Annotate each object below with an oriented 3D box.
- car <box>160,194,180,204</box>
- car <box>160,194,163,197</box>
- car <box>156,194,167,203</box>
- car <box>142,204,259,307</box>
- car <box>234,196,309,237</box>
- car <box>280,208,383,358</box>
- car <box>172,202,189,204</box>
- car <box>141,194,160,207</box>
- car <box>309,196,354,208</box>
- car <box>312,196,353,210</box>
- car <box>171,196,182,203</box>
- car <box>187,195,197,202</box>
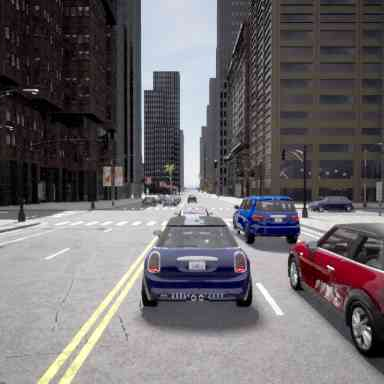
[{"bbox_3d":[-3.344,1.490,51.323,1.812,1.442,4.674,0,0,2],"label":"car"},{"bbox_3d":[-6.586,1.524,61.309,1.994,1.385,4.181,0,0,0],"label":"car"},{"bbox_3d":[-6.515,1.311,71.280,2.097,1.767,4.553,0,0,0],"label":"car"},{"bbox_3d":[0.094,1.348,8.138,2.097,1.767,4.553,0,0,0],"label":"car"},{"bbox_3d":[3.349,1.211,15.890,2.150,2.045,5.566,0,0,-2],"label":"car"},{"bbox_3d":[3.344,1.349,6.180,2.097,1.767,4.553,0,0,0],"label":"car"},{"bbox_3d":[0.090,1.480,17.075,2.128,1.511,4.902,0,0,0],"label":"car"},{"bbox_3d":[-6.597,1.469,51.381,1.837,1.490,4.892,0,0,2],"label":"car"},{"bbox_3d":[15.345,1.277,36.934,4.553,1.767,2.097,0,1,-1],"label":"car"},{"bbox_3d":[16.671,1.323,39.635,4.097,1.590,1.967,0,1,0],"label":"car"},{"bbox_3d":[-3.265,1.496,71.473,2.033,1.411,5.357,0,0,0],"label":"car"},{"bbox_3d":[0.004,1.458,70.765,1.837,1.490,4.892,0,0,0],"label":"car"}]
